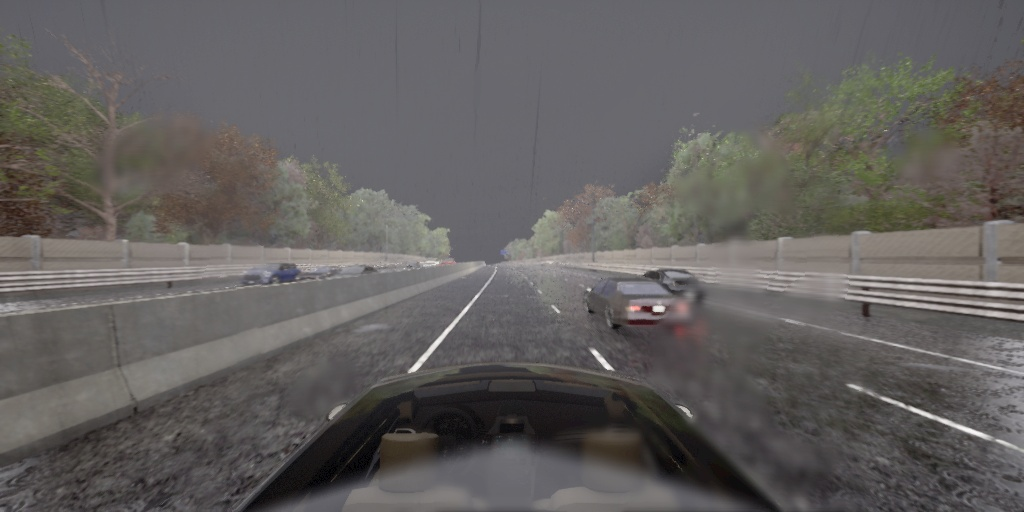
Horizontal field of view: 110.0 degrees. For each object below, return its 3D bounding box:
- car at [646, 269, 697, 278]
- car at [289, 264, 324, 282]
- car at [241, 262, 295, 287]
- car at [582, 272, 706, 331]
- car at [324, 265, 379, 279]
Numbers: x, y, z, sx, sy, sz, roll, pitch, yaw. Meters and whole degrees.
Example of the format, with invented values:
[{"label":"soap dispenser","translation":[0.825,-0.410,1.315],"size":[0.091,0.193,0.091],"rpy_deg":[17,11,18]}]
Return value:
[{"label":"car","translation":[7.038,1.345,16.635],"size":[1.837,1.490,4.892],"rpy_deg":[0,0,0]},{"label":"car","translation":[-14.270,1.477,27.481],"size":[2.033,1.411,5.357],"rpy_deg":[0,0,-1]},{"label":"car","translation":[-17.761,1.280,26.749],"size":[2.097,1.767,4.553],"rpy_deg":[0,0,-1]},{"label":"car","translation":[3.576,1.356,11.256],"size":[2.033,1.411,5.357],"rpy_deg":[0,0,0]},{"label":"car","translation":[-10.742,1.415,24.894],"size":[1.837,1.490,4.892],"rpy_deg":[0,0,-1]}]
